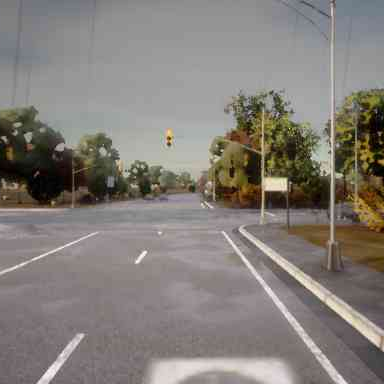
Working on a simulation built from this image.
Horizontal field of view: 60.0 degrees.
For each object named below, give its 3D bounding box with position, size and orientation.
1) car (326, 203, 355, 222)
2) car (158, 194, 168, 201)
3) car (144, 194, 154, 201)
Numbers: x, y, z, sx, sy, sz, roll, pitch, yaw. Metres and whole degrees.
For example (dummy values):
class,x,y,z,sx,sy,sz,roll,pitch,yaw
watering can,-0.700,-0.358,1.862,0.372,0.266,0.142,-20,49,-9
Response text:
class,x,y,z,sx,sy,sz,roll,pitch,yaw
car,12.649,1.495,25.724,4.181,1.385,1.994,0,0,3
car,-7.000,1.307,80.954,2.097,1.767,4.553,0,0,0
car,-10.500,1.307,80.954,2.097,1.767,4.553,0,0,0
